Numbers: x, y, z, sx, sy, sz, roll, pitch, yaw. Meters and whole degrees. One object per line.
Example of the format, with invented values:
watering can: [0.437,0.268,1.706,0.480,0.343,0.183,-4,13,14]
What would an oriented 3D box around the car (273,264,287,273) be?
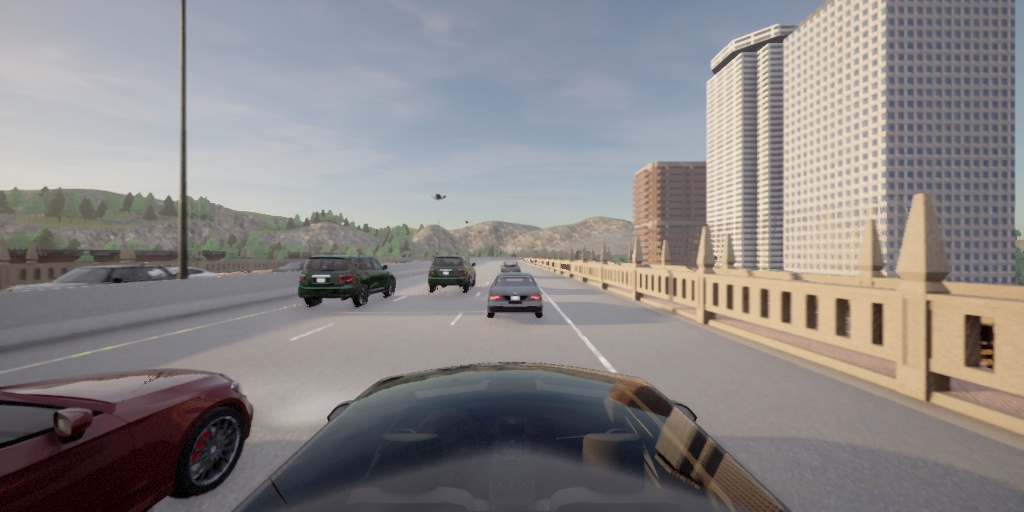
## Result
car: [-21.351,1.298,35.674,2.033,1.411,5.357,0,0,-1]

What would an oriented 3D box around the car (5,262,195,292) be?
car: [-14.107,1.102,12.372,2.097,1.767,4.553,0,0,0]

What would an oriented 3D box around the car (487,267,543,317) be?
car: [0.094,1.298,13.143,2.033,1.411,5.357,0,0,0]

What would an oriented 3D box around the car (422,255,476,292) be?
car: [-3.431,0.972,21.204,2.150,2.045,5.566,0,0,0]

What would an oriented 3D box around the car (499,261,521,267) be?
car: [-0.175,1.242,34.522,2.128,1.511,4.902,0,0,-1]

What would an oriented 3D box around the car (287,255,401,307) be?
car: [-6.908,0.972,15.652,2.150,2.045,5.566,0,0,0]

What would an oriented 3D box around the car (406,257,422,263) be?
car: [-14.930,1.250,57.246,1.882,1.535,5.008,0,0,-2]

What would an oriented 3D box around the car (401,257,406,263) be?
car: [-18.545,0.969,61.141,1.837,1.490,4.892,0,0,-2]

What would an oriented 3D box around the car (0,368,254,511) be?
car: [-3.413,1.276,1.513,1.812,1.442,4.674,0,0,0]

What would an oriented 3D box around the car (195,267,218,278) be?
car: [-17.614,1.276,18.612,1.812,1.442,4.674,0,0,0]
